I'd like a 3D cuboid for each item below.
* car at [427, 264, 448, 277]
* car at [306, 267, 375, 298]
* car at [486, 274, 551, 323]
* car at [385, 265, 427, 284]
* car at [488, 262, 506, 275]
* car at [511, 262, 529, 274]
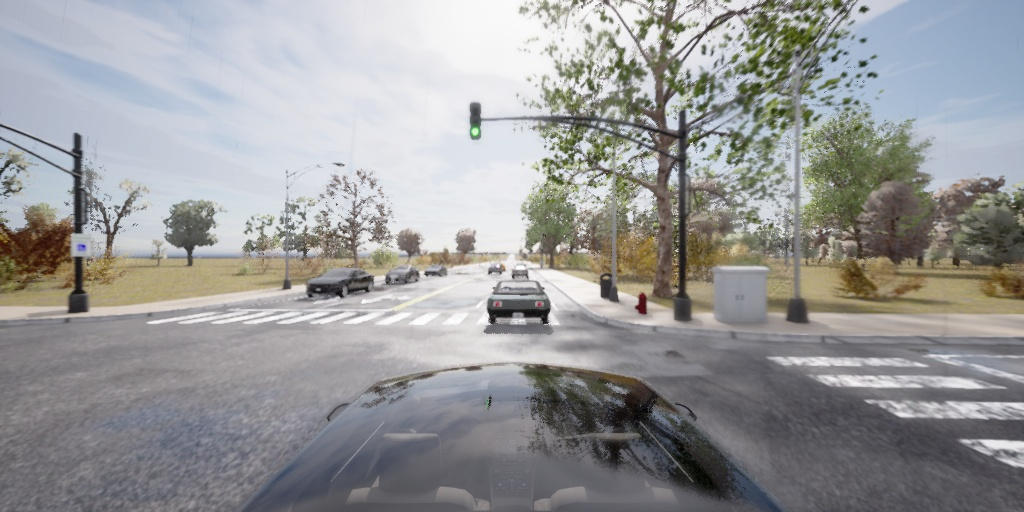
[{"bbox_3d":[-8.926,1.699,42.555,2.033,1.411,5.357,0,-1,2],"label":"car"},{"bbox_3d":[-9.522,1.421,20.271,1.882,1.535,5.008,0,-1,2],"label":"car"},{"bbox_3d":[0.233,1.454,12.528,1.895,1.301,4.718,0,-1,1],"label":"car"},{"bbox_3d":[-9.254,1.534,30.671,2.128,1.511,4.902,0,-1,2],"label":"car"},{"bbox_3d":[-2.241,1.746,48.390,2.033,1.411,5.357,0,-1,1],"label":"car"},{"bbox_3d":[0.862,1.654,38.414,2.033,1.411,5.357,0,-1,2],"label":"car"}]
